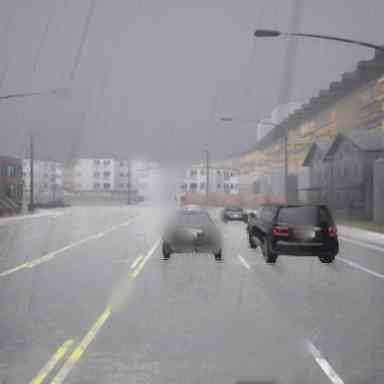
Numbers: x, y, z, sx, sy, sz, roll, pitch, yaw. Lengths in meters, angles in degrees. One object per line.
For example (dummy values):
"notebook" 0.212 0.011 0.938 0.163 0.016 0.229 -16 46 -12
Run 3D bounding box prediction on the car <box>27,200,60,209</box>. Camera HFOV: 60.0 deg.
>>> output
"car" -25.049 2.211 55.617 4.718 1.301 1.895 0 -1 21

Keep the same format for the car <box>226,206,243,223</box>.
"car" 3.509 1.877 28.522 1.994 1.385 4.181 0 -1 0

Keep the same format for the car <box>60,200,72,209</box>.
"car" -23.503 2.169 58.773 4.674 1.442 1.812 0 -1 21

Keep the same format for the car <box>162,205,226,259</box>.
"car" 0.018 1.499 13.411 2.097 1.767 4.553 0 -1 0

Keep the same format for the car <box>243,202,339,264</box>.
"car" 3.508 1.363 12.545 2.150 2.045 5.566 0 0 0

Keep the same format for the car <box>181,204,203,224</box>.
"car" 0.014 1.842 28.882 1.812 1.442 4.674 0 0 0
